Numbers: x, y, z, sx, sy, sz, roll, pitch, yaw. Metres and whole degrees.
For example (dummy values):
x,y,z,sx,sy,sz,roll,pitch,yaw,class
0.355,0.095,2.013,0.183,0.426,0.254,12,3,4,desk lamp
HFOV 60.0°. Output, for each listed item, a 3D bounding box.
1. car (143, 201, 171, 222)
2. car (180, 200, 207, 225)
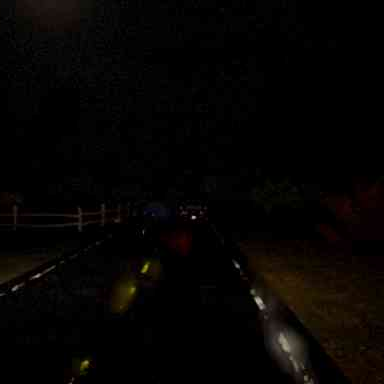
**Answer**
x,y,z,sx,sy,sz,roll,pitch,yaw,class
-2.751,1.481,26.648,1.882,1.535,5.008,0,0,0,car
0.100,1.527,24.181,1.812,1.442,4.674,0,0,0,car
